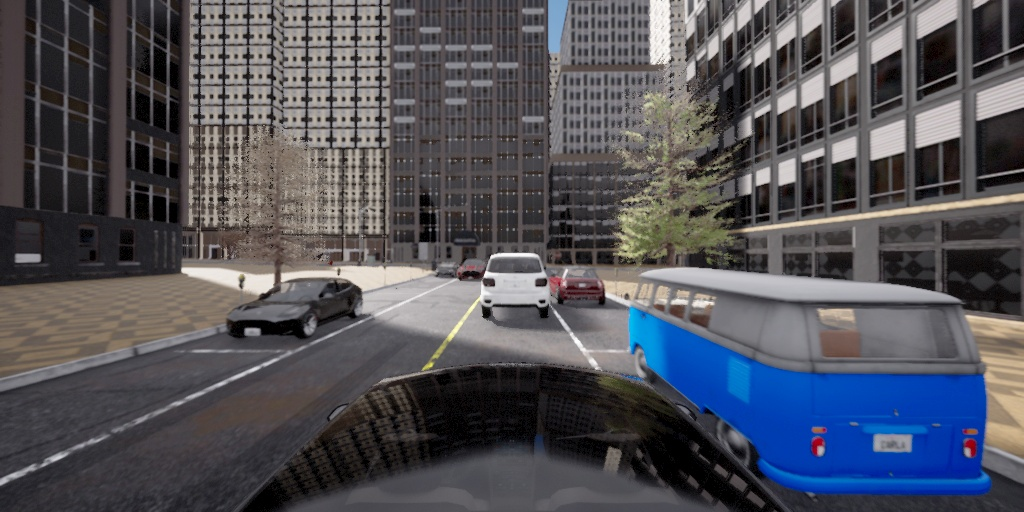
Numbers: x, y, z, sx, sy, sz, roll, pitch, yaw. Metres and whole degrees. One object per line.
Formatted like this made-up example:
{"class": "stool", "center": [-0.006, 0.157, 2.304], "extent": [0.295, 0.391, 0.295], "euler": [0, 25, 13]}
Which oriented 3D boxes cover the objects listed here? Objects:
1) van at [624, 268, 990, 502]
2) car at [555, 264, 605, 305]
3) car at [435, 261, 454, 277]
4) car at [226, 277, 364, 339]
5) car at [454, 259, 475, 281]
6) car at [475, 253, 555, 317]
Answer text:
{"class": "van", "center": [2.693, 1.080, 4.393], "extent": [1.690, 1.789, 3.998], "euler": [0, 0, 0]}
{"class": "car", "center": [2.693, 1.135, 15.676], "extent": [1.967, 1.591, 4.097], "euler": [0, 0, 0]}
{"class": "car", "center": [-5.817, 1.177, 32.611], "extent": [2.007, 1.370, 4.403], "euler": [0, 0, 0]}
{"class": "car", "center": [-5.689, 1.283, 10.042], "extent": [1.948, 1.339, 4.313], "euler": [0, 0, 0]}
{"class": "car", "center": [-3.030, 0.994, 28.527], "extent": [2.097, 1.767, 4.553], "euler": [0, 0, 0]}
{"class": "car", "center": [0.109, 0.927, 13.117], "extent": [2.150, 2.045, 5.566], "euler": [0, 0, 0]}
